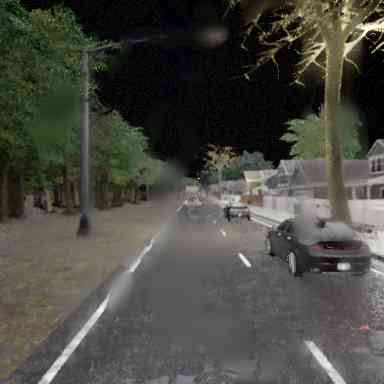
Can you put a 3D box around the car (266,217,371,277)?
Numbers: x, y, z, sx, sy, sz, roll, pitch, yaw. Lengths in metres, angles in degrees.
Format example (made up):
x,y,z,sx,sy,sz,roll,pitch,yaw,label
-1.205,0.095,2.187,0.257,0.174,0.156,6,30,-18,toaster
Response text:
x,y,z,sx,sy,sz,roll,pitch,yaw,label
3.605,1.524,10.313,1.837,1.490,4.892,0,0,0,car

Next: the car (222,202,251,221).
x,y,z,sx,sy,sz,roll,pitch,yaw,label
3.611,1.548,27.407,2.128,1.511,4.902,0,0,0,car

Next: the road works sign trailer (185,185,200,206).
x,y,z,sx,sy,sz,roll,pitch,yaw,label
0.025,0.602,56.877,2.380,3.560,2.880,0,0,0,road works sign trailer
